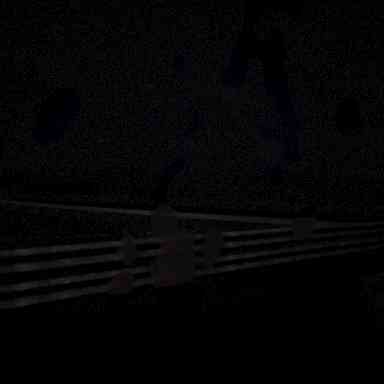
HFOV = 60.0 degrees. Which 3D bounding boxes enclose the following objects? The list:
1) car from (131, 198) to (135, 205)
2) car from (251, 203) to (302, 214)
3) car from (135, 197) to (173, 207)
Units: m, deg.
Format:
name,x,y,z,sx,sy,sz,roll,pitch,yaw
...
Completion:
name,x,y,z,sx,sy,sz,roll,pitch,yaw
car,-6.955,1.497,48.782,4.902,1.511,2.128,1,-2,34
car,9.140,1.894,36.185,5.357,1.411,2.033,2,-1,20
car,-4.664,1.452,43.115,4.718,1.301,1.895,1,-1,33
